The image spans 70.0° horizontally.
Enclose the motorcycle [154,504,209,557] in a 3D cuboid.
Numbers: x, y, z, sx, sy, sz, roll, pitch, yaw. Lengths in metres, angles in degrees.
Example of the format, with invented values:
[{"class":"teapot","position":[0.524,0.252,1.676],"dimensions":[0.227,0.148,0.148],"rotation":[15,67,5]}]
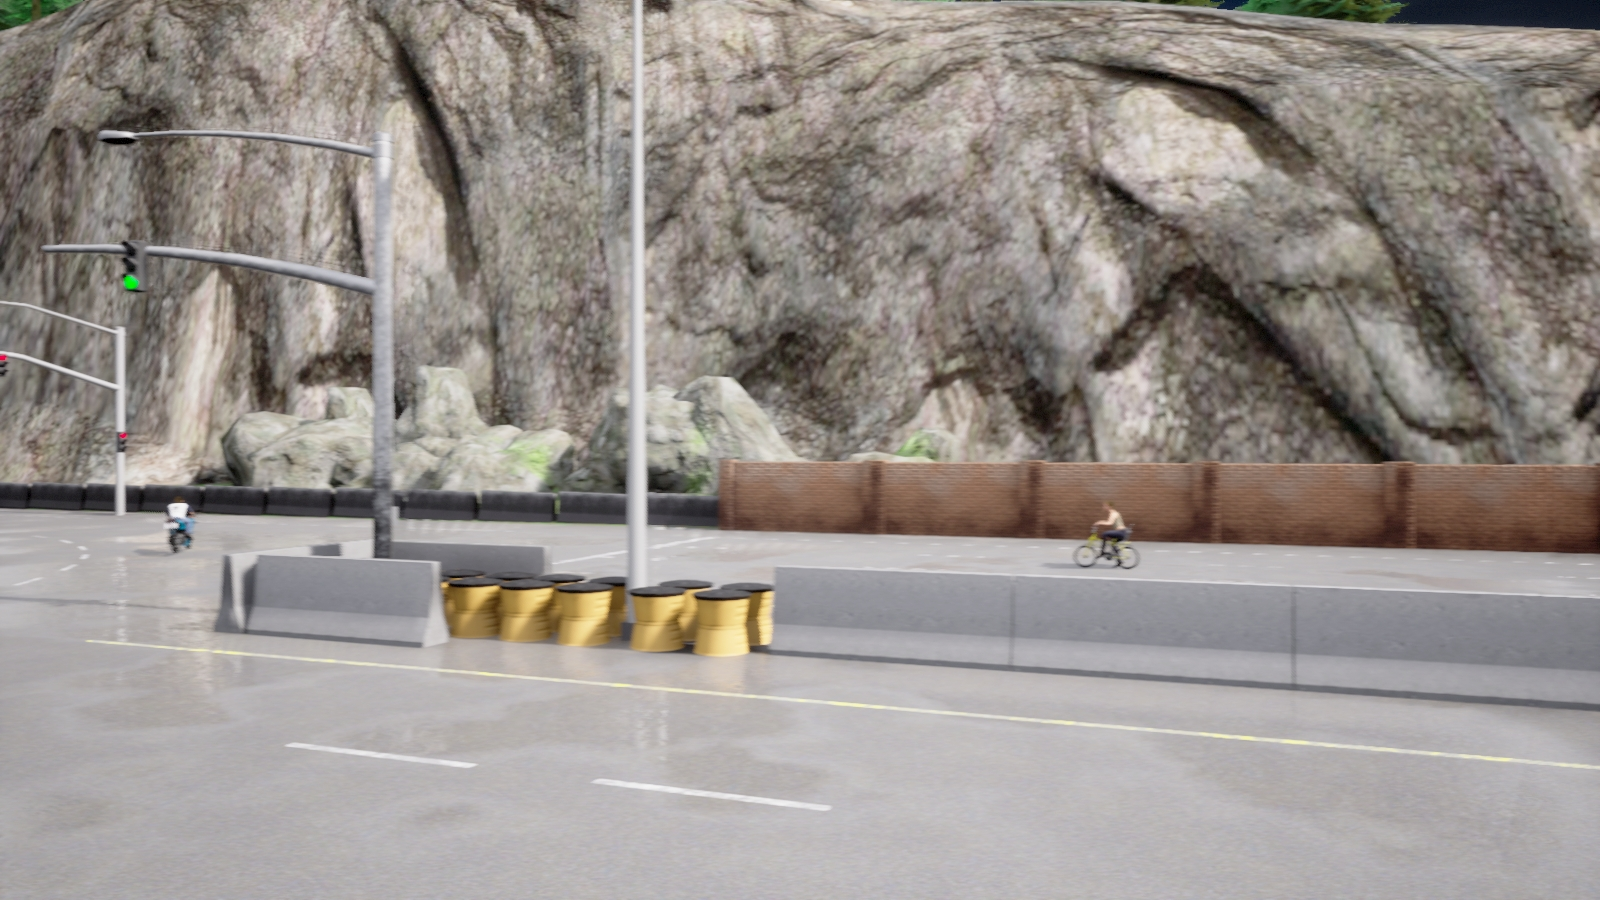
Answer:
[{"class":"motorcycle","position":[-16.681,2.147,30.876],"dimensions":[0.803,1.217,2.033],"rotation":[-4,1,-16]}]
